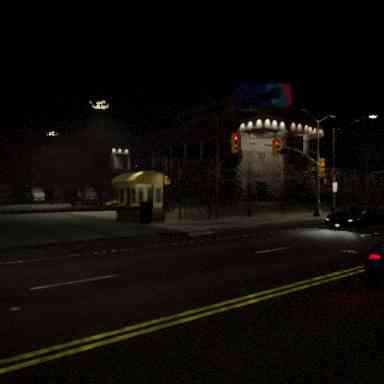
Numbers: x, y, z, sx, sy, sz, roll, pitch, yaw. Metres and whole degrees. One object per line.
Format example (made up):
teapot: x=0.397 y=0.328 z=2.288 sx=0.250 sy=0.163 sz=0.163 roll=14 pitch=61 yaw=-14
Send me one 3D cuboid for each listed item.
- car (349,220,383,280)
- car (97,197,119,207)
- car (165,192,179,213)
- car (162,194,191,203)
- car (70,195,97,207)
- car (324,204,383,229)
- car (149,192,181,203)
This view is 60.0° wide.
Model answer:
car: x=6.423 y=1.483 z=8.323 sx=5.357 sy=1.411 sz=2.033 roll=0 pitch=0 yaw=-35
car: x=-8.391 y=1.304 z=38.536 sx=4.193 sy=1.474 sz=1.816 roll=0 pitch=0 yaw=-36
car: x=-3.918 y=1.152 z=32.394 sx=4.553 sy=1.767 sz=2.185 roll=0 pitch=0 yaw=-36
car: x=-2.807 y=1.187 z=59.600 sx=4.786 sy=1.482 sz=2.161 roll=0 pitch=0 yaw=-36
car: x=-14.646 y=1.474 z=46.973 sx=4.718 sy=1.301 sz=1.895 roll=0 pitch=0 yaw=-36
car: x=10.140 y=1.419 z=19.756 sx=5.357 sy=1.411 sz=2.033 roll=0 pitch=0 yaw=-35
car: x=-5.006 y=1.018 z=62.322 sx=5.566 sy=2.045 sz=2.435 roll=0 pitch=0 yaw=-36
